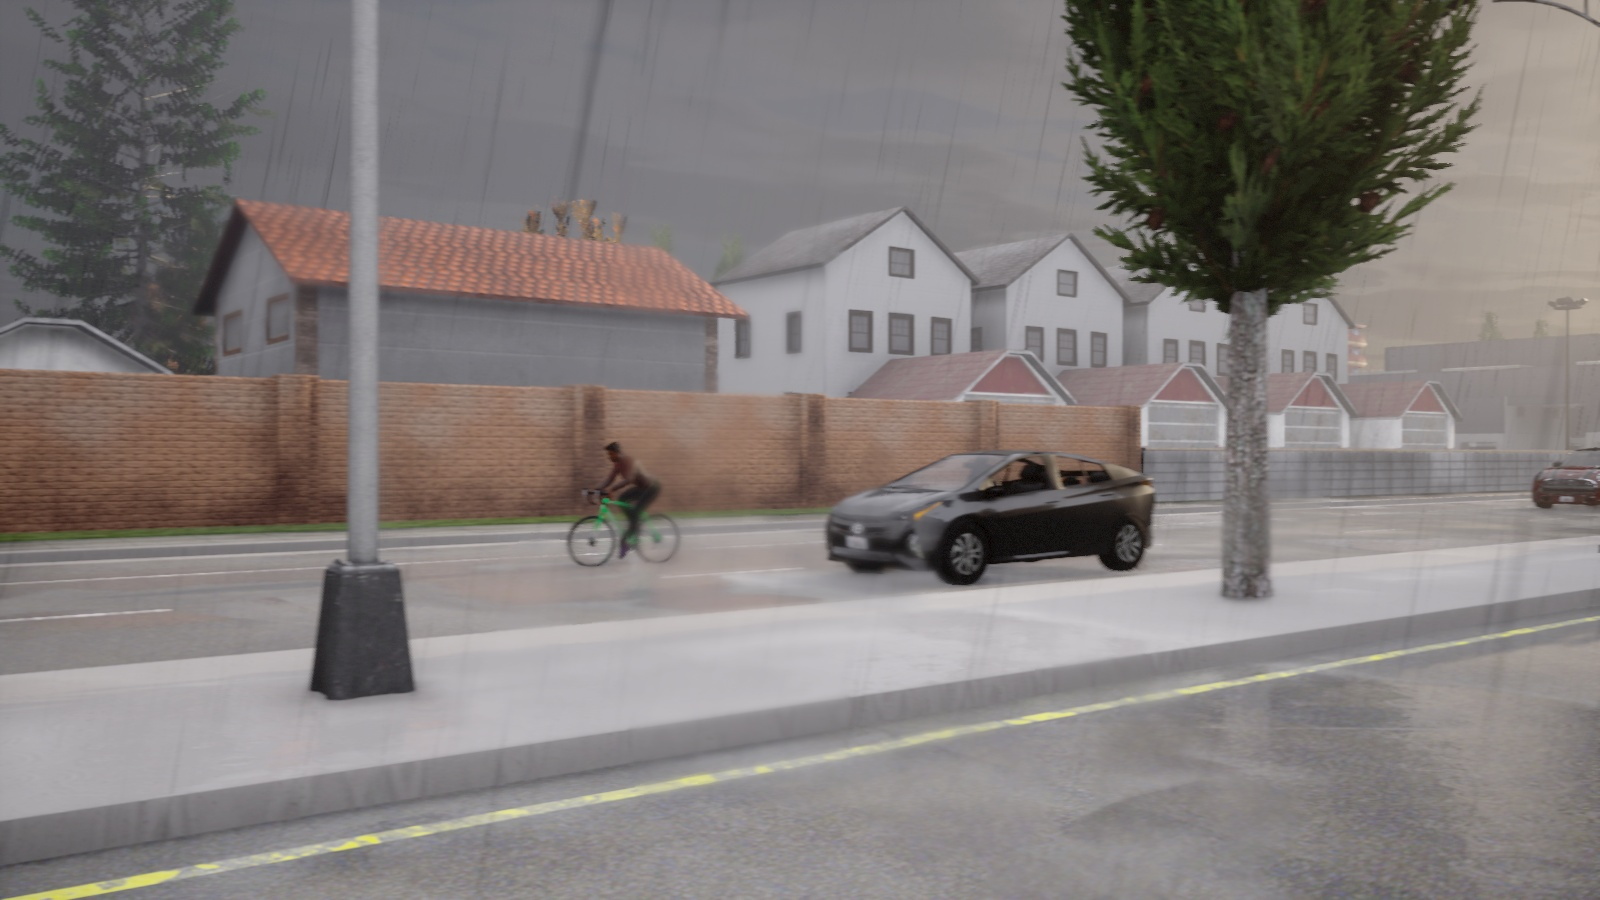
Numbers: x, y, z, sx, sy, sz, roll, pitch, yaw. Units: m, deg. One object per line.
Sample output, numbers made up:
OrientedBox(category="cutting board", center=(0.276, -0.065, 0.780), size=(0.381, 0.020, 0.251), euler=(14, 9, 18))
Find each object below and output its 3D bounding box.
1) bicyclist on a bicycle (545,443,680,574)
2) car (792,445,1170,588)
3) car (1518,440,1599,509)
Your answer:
OrientedBox(category="bicyclist on a bicycle", center=(-2.427, 0.724, 16.335), size=(1.656, 1.620, 0.582), euler=(0, 0, -37))
OrientedBox(category="car", center=(2.315, 0.710, 15.491), size=(4.514, 1.525, 2.007), euler=(0, 0, -37))
OrientedBox(category="car", center=(21.724, 0.621, 34.225), size=(4.553, 1.767, 2.097), euler=(0, 0, -37))
